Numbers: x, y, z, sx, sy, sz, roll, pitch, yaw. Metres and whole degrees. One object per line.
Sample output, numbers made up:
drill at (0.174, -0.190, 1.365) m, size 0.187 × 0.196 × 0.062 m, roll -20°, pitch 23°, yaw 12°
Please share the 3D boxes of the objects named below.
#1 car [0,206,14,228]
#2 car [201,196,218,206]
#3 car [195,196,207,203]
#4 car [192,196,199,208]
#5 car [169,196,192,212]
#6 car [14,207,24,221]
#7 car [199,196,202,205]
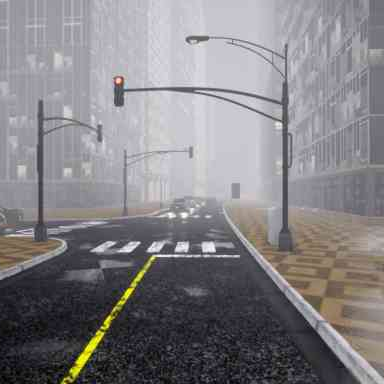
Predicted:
car at (-14.630, 1.576, 21.847) m, size 4.553 × 1.767 × 2.097 m, roll -1°, pitch 0°, yaw 11°
car at (3.113, 1.494, 52.748) m, size 2.033 × 1.411 × 5.357 m, roll 0°, pitch 0°, yaw 6°
car at (1.926, 1.515, 68.200) m, size 1.895 × 1.301 × 4.718 m, roll 0°, pitch 0°, yaw 8°
car at (-0.601, 1.311, 47.624) m, size 2.097 × 1.767 × 4.553 m, roll 0°, pitch 0°, yaw 6°
car at (-1.425, 1.477, 38.522) m, size 1.837 × 1.490 × 4.892 m, roll 0°, pitch 0°, yaw 5°
car at (-16.473, 1.854, 28.052) m, size 4.403 × 1.369 × 2.008 m, roll -1°, pitch 1°, yaw 10°
car at (0.470, 1.465, 57.378) m, size 1.812 × 1.442 × 4.674 m, roll 0°, pitch 0°, yaw 7°
